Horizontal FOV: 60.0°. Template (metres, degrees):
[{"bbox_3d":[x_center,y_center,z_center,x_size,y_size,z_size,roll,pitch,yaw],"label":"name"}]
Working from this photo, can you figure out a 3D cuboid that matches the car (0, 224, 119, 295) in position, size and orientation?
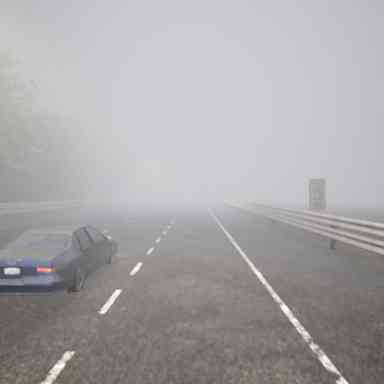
[{"bbox_3d":[-3.415,1.572,8.894,2.033,1.411,5.357,0,0,1],"label":"car"}]
